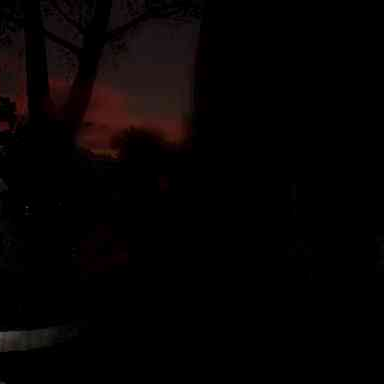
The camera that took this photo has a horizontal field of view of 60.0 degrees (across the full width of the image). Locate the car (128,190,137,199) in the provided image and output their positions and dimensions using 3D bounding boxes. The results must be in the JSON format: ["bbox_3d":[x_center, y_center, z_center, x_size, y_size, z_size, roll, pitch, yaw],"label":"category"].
[{"bbox_3d":[-11.694,0.942,51.171,5.366,1.575,1.946,2,1,-25],"label":"car"}]

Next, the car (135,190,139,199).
[{"bbox_3d":[-11.773,0.891,54.239,4.892,1.521,2.231,2,1,-25],"label":"car"}]

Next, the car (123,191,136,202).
[{"bbox_3d":[-11.437,1.002,48.181,5.366,1.575,1.946,2,1,-25],"label":"car"}]

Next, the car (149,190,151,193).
[{"bbox_3d":[-14.494,0.013,87.121,5.566,2.045,2.435,2,1,-25],"label":"car"}]

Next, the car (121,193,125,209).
[{"bbox_3d":[-10.200,1.211,36.291,5.008,1.535,2.097,2,1,-25],"label":"car"}]

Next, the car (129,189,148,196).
[{"bbox_3d":[-14.990,0.035,93.116,4.553,1.767,2.185,2,1,-25],"label":"car"}]

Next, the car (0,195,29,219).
[{"bbox_3d":[-14.489,1.197,25.614,1.837,1.490,4.892,1,0,-6],"label":"car"}]

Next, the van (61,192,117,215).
[{"bbox_3d":[-9.539,1.031,30.376,4.442,1.987,1.878,2,0,-25],"label":"van"}]

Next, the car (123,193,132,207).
[{"bbox_3d":[-10.316,1.184,39.361,5.366,1.575,1.946,2,1,-25],"label":"car"}]

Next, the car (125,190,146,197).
[{"bbox_3d":[-14.264,0.346,84.134,4.792,1.488,2.163,2,1,-25],"label":"car"}]

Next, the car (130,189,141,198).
[{"bbox_3d":[-12.531,0.751,63.207,4.674,1.452,2.002,2,1,-25],"label":"car"}]

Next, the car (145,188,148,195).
[{"bbox_3d":[-13.756,0.174,78.136,5.566,2.045,2.435,2,1,-25],"label":"car"}]

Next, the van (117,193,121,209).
[{"bbox_3d":[-9.817,1.010,33.364,4.442,1.987,1.878,2,0,-25],"label":"van"}]
